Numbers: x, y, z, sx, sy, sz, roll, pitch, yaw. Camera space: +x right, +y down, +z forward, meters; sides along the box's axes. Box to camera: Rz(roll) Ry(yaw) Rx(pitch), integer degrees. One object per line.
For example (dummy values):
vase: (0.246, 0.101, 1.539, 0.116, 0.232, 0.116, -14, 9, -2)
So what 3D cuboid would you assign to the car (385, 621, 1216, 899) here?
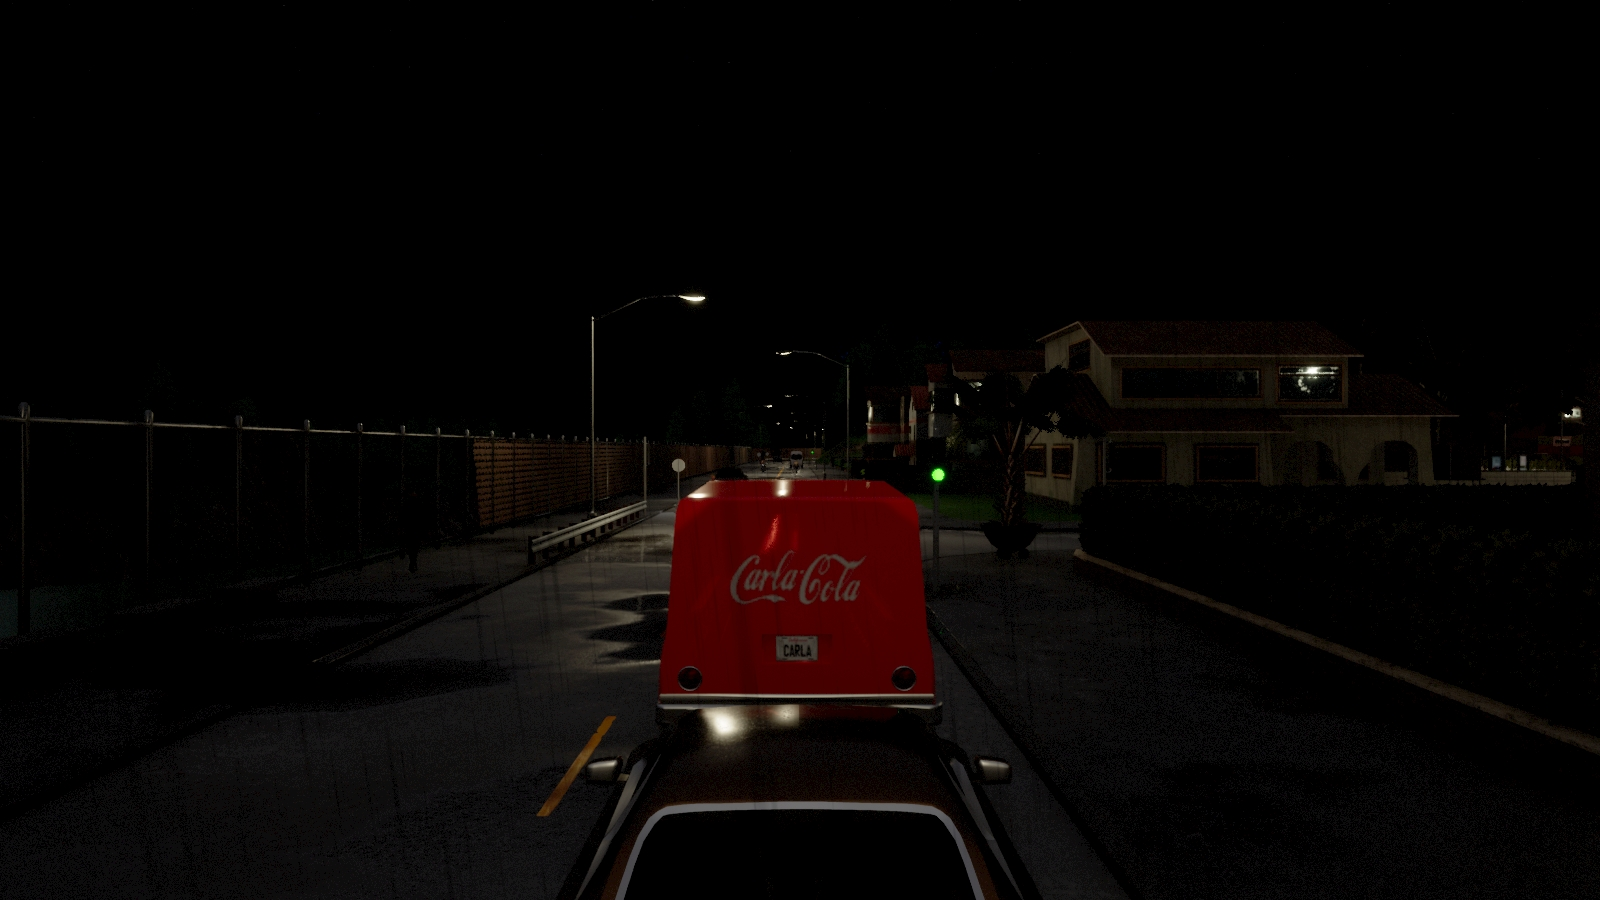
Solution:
car: (-0.006, 1.989, 5.238, 2.152, 1.651, 5.027, 0, 0, 0)

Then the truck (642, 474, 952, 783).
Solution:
truck: (-0.026, 1.569, 12.289, 2.627, 2.467, 5.204, 0, 0, 0)

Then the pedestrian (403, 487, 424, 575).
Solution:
pedestrian: (-8.317, 1.736, 24.593, 0.375, 1.860, 0.375, 0, 0, -8)
